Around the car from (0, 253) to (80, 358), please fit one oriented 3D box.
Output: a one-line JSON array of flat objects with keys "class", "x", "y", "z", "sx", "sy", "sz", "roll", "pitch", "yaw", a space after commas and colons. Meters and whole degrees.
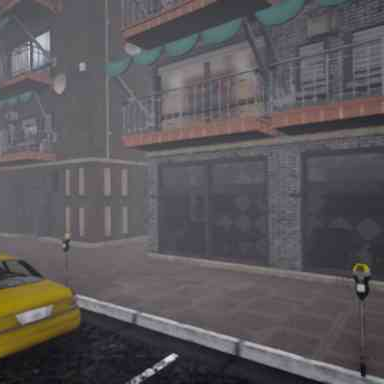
[{"class": "car", "x": -3.915, "y": 1.585, "z": 5.665, "sx": 4.829, "sy": 1.417, "sz": 1.752, "roll": -1, "pitch": -1, "yaw": 35}]
